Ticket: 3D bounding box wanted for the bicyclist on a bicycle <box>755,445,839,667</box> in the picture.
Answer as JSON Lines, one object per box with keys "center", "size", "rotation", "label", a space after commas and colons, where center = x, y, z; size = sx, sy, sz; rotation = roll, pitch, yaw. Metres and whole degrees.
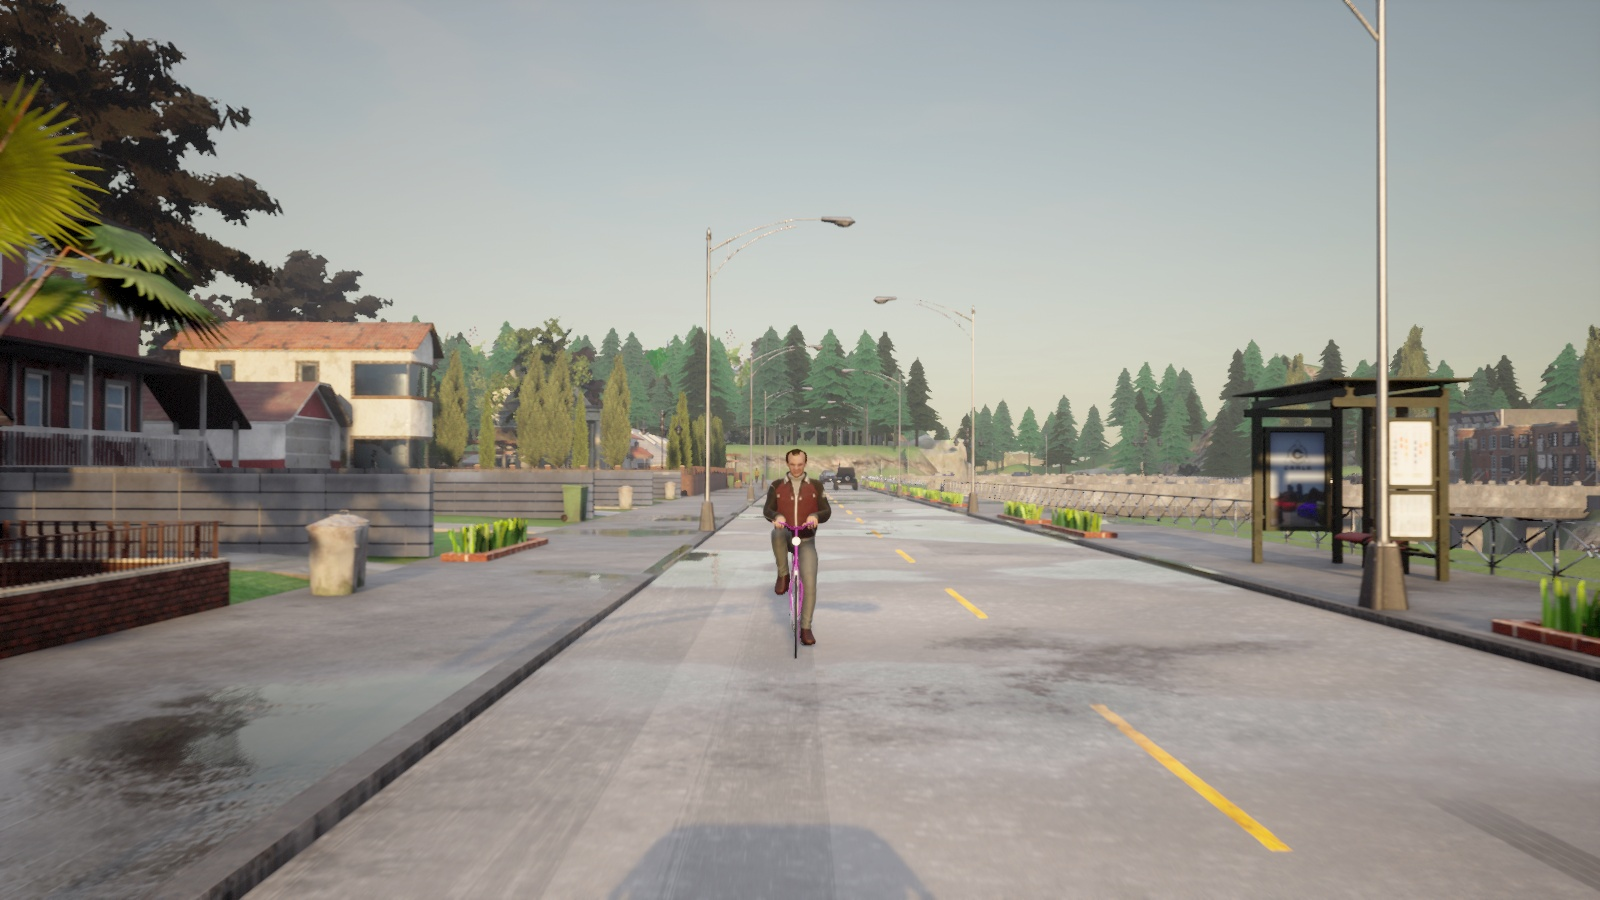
{"center": [-0.026, 0.869, 10.984], "size": [0.659, 1.776, 1.843], "rotation": [0, -1, 0], "label": "bicyclist on a bicycle"}
